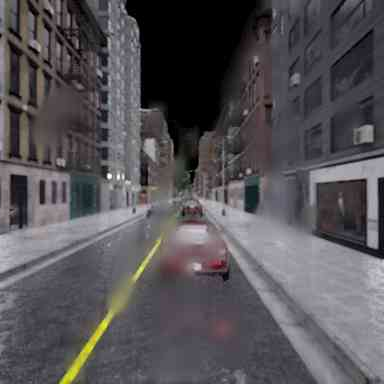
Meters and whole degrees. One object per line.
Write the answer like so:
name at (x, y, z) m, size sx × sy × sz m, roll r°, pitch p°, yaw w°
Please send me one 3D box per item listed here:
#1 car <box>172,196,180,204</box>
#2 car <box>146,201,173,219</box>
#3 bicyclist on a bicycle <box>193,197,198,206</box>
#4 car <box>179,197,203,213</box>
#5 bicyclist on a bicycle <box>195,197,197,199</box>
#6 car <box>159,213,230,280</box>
car at (-3.144, 1.741, 72.527) m, size 2.097 × 1.767 × 4.553 m, roll 0°, pitch 0°, yaw 0°
car at (-3.160, 1.774, 31.473) m, size 1.895 × 1.301 × 4.718 m, roll 0°, pitch 0°, yaw 0°
bicyclist on a bicycle at (0.698, 1.782, 62.116) m, size 0.866 × 1.612 × 1.509 m, roll 0°, pitch 0°, yaw 0°
car at (0.030, 1.548, 35.432) m, size 2.097 × 1.767 × 4.553 m, roll 0°, pitch 0°, yaw 0°
bicyclist on a bicycle at (0.716, 1.731, 53.116) m, size 0.866 × 1.612 × 1.509 m, roll 0°, pitch 0°, yaw 0°
car at (0.070, 1.583, 10.031) m, size 1.812 × 1.442 × 4.674 m, roll 0°, pitch 0°, yaw 0°
